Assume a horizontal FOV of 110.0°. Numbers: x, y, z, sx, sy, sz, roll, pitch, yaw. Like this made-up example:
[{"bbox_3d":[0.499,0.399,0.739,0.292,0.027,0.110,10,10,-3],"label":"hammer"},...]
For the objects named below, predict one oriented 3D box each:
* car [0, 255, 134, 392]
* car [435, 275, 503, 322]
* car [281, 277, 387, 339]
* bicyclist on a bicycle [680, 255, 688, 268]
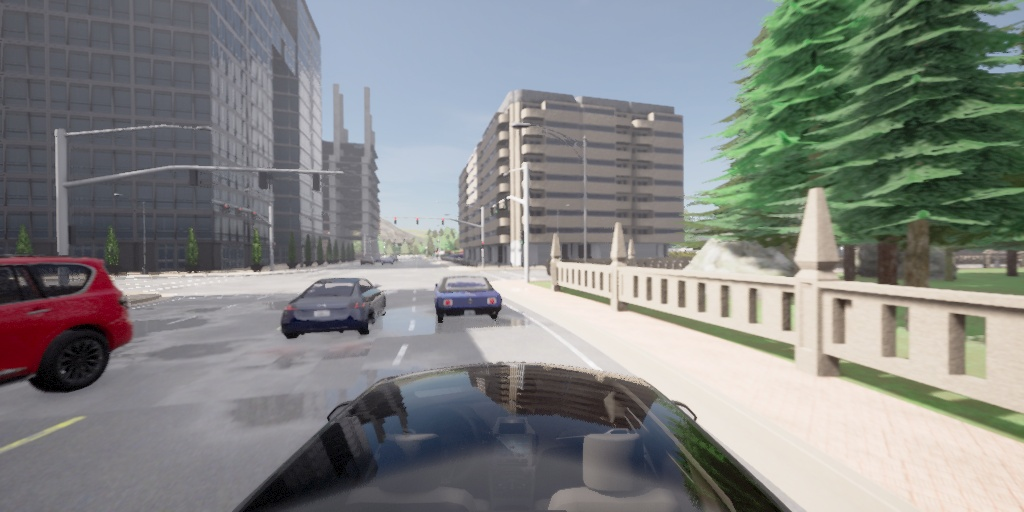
[{"bbox_3d":[-7.385,1.015,3.780,2.150,2.045,5.566,0,1,-6],"label":"car"},{"bbox_3d":[-1.630,1.279,12.080,1.895,1.301,4.718,-1,0,-12],"label":"car"},{"bbox_3d":[-4.801,1.284,10.219,1.994,1.385,4.181,-1,0,-12],"label":"car"},{"bbox_3d":[13.582,0.777,28.125,0.582,1.620,1.656,-1,0,-15],"label":"bicyclist on a bicycle"}]
